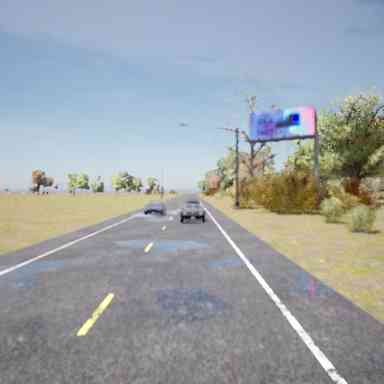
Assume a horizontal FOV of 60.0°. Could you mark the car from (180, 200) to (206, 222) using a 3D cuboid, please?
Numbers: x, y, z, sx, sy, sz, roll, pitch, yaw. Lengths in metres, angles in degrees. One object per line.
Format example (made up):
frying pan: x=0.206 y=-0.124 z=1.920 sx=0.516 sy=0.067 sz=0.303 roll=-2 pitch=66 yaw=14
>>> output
car: x=0.073 y=1.580 z=26.093 sx=1.895 sy=1.301 sz=4.718 roll=0 pitch=0 yaw=0

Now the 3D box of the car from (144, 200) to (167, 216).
car: x=-3.523 y=1.522 z=32.836 sx=2.033 sy=1.411 sz=5.357 roll=0 pitch=0 yaw=0

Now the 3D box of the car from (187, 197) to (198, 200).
car: x=0.093 y=1.470 z=44.350 sx=1.837 sy=1.490 sz=4.892 roll=0 pitch=0 yaw=0
